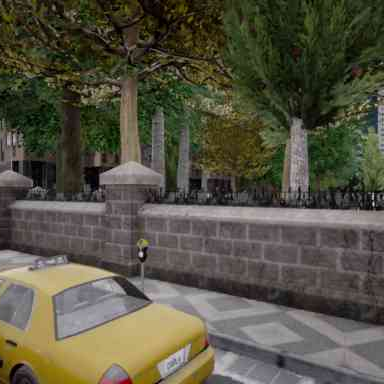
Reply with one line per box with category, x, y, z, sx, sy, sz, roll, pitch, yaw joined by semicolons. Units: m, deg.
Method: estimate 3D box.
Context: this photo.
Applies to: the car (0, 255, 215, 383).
car;-2.042;1.525;4.413;4.829;1.417;1.752;0;0;35
